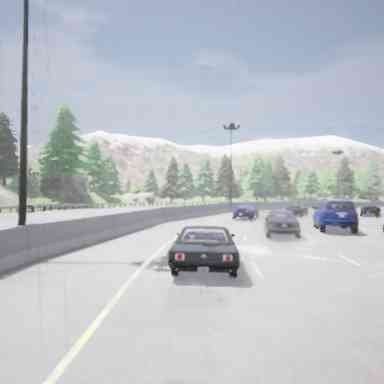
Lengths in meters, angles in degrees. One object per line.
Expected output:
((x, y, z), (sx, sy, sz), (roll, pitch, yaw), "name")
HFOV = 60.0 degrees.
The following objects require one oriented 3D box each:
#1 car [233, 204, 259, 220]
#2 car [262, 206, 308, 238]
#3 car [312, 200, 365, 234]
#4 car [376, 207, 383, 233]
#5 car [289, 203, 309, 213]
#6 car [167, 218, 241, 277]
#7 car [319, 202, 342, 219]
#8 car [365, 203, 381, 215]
((5.257, 1.863, 32.126), (1.812, 1.442, 4.674), (0, -1, 22), "car")
((5.134, 1.778, 19.304), (2.033, 1.411, 5.357), (1, 0, 11), "car")
((9.381, 1.531, 22.053), (2.150, 2.045, 5.566), (1, -1, 14), "car")
((11.960, 1.817, 17.895), (1.837, 1.490, 4.892), (0, 0, 10), "car")
((12.206, 1.976, 38.385), (2.128, 1.511, 4.902), (0, 0, 29), "car")
((0.432, 1.696, 10.618), (1.895, 1.301, 4.718), (1, 0, 4), "car")
((15.502, 1.995, 37.070), (1.882, 1.535, 5.008), (0, 0, 29), "car")
((21.985, 2.143, 40.845), (1.837, 1.490, 4.892), (-1, -1, 35), "car")
